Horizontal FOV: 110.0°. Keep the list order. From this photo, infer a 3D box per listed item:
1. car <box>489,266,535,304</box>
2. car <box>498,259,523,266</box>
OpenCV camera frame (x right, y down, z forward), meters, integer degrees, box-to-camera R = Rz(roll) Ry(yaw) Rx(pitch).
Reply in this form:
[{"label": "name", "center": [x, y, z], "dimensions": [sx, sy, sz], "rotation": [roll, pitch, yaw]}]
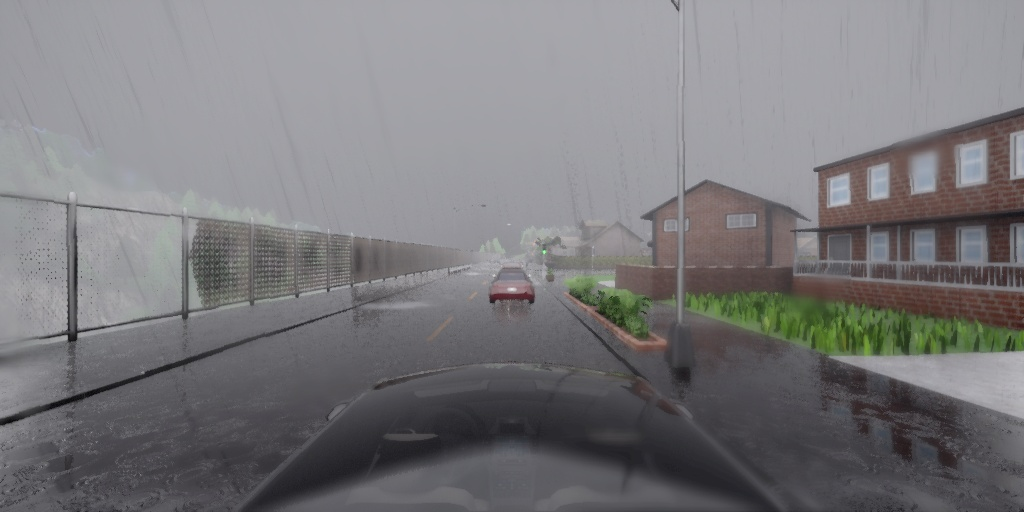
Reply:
[{"label": "car", "center": [0.000, 1.321, 16.500], "dimensions": [1.994, 1.385, 4.181], "rotation": [0, 0, 0]}, {"label": "car", "center": [0.000, 1.234, 31.500], "dimensions": [1.882, 1.535, 5.008], "rotation": [0, 0, 0]}]
